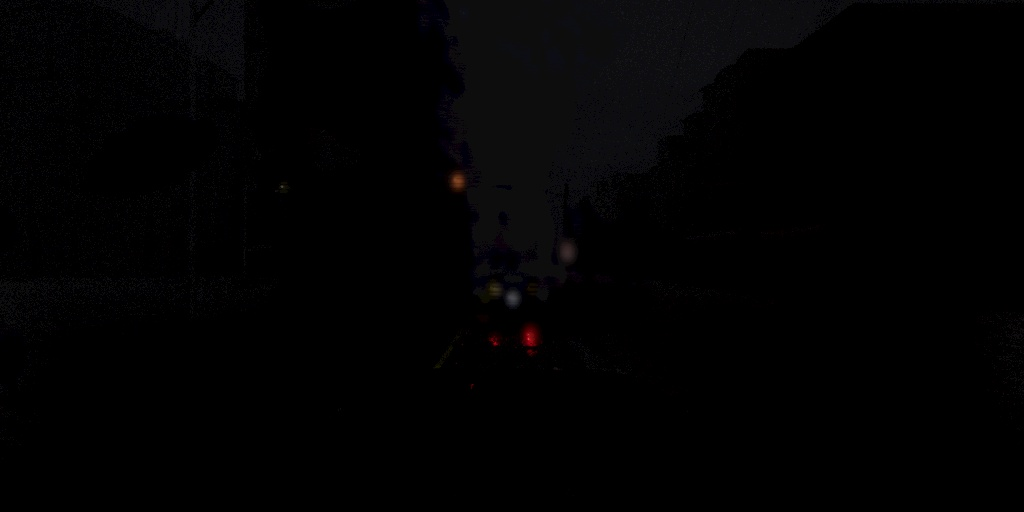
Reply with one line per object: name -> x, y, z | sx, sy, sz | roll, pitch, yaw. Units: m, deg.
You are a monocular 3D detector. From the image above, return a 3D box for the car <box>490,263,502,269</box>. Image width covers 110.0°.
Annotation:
car -> -2.777, 1.949, 64.067 | 1.994, 1.385, 4.181 | 0, -1, 1

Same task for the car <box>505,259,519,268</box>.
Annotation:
car -> 0.009, 1.618, 65.079 | 2.150, 2.045, 5.566 | 0, -1, 0

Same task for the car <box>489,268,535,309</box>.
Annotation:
car -> -0.018, 1.414, 15.748 | 1.812, 1.442, 4.674 | 0, 0, -1
